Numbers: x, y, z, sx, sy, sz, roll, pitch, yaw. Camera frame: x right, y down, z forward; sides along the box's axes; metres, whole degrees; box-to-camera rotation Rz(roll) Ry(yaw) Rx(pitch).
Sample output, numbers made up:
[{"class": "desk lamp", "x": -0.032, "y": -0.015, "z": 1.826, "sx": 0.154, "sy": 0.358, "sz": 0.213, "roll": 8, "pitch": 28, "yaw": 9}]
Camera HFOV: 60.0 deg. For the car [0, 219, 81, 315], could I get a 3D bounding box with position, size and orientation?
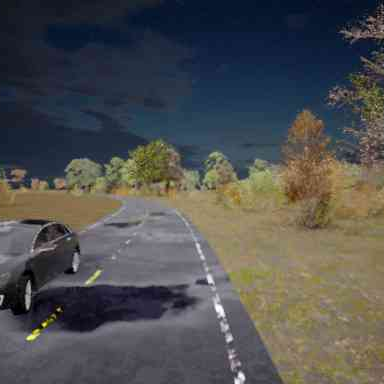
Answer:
[{"class": "car", "x": -4.015, "y": 1.440, "z": 7.645, "sx": 1.837, "sy": 1.490, "sz": 4.892, "roll": 0, "pitch": 0, "yaw": -2}]
